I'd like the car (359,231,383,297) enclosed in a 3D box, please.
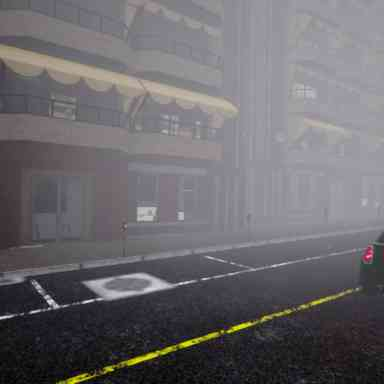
[{"bbox_3d":[5.749,1.357,7.380,4.553,1.767,2.097,0,0,-35],"label":"car"}]
